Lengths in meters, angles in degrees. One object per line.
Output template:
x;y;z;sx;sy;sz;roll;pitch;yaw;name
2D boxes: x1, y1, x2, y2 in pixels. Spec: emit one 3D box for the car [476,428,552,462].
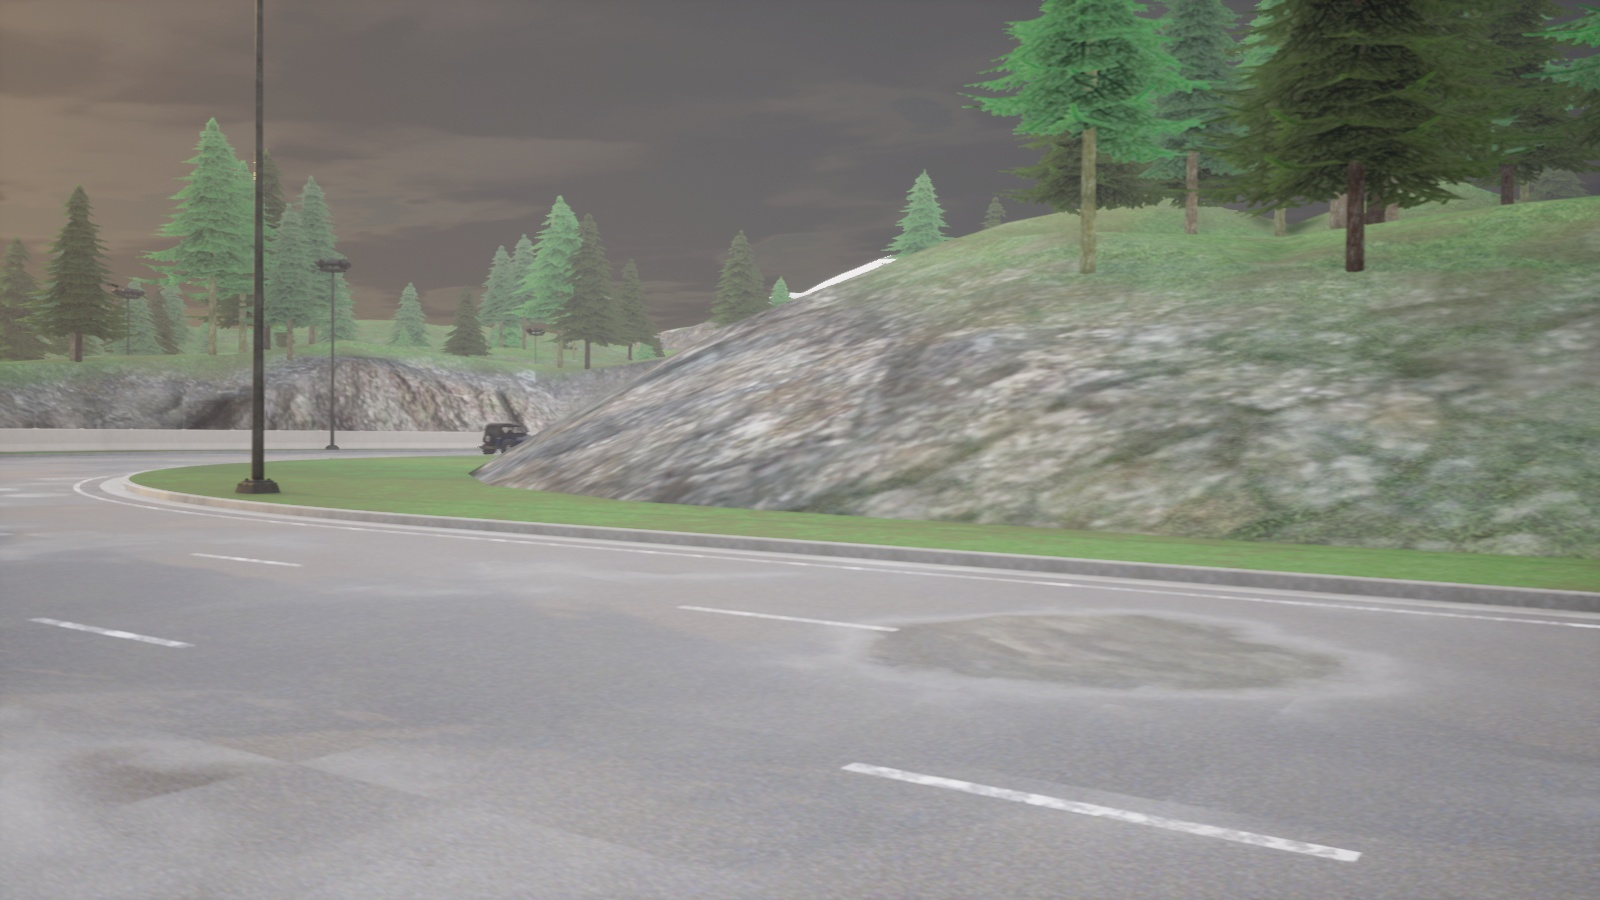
-16.270;-0.301;71.563;1.905;1.878;3.866;0;1;36;car
